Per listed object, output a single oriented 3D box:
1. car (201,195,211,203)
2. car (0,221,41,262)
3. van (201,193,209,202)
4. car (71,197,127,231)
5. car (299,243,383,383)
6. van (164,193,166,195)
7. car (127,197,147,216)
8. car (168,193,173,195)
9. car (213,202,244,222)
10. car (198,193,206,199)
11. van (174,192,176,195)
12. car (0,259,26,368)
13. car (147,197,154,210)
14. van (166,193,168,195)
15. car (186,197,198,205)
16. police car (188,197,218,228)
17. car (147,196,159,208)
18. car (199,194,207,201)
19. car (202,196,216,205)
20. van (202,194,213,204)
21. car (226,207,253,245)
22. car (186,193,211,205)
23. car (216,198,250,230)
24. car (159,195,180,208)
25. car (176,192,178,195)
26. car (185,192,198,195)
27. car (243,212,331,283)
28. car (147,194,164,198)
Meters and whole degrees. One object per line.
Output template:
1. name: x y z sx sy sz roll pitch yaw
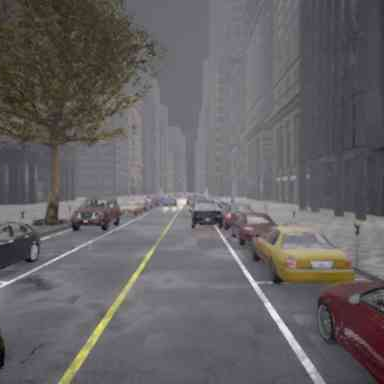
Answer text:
1. car: 2.763 1.412 65.985 1.887 1.381 4.507 0 0 0
2. car: -5.763 1.529 9.202 2.008 1.369 4.403 0 0 0
3. van: 2.763 1.199 71.662 1.690 1.788 3.998 0 0 0
4. car: -5.763 1.268 20.556 2.192 1.841 5.009 0 0 0
5. car: 2.762 1.573 3.532 1.802 1.307 4.206 0 0 0
6. van: -5.763 1.229 54.621 1.690 1.788 3.998 0 0 0
7. car: -5.763 1.456 31.741 1.752 1.417 4.829 0 0 0
8. car: -5.762 1.441 71.653 1.802 1.307 4.206 0 0 0
9. car: 2.762 1.507 26.242 1.947 1.339 4.313 0 0 0
10. car: 2.763 1.139 94.373 2.192 1.841 5.009 0 0 0
11. van: -5.762 1.174 88.685 1.690 1.788 3.998 0 0 0
12. car: -3.100 1.559 2.061 1.994 1.385 4.181 0 0 0
13. car: -5.763 1.502 37.589 1.802 1.307 4.206 0 0 0
14. van: -5.763 1.219 60.298 1.690 1.788 3.998 0 0 0
15. car: 0.001 1.487 55.248 1.895 1.301 4.718 0 0 0
16. police car: 0.900 1.376 21.729 1.930 1.638 5.238 0 0 0
17. car: -5.763 1.491 43.266 1.802 1.307 4.206 0 0 0
18. car: 2.763 1.281 83.018 1.967 1.590 4.097 0 0 0
19. car: 2.763 1.438 54.630 2.008 1.369 4.403 0 0 0
20. van: 2.762 1.218 60.308 1.690 1.788 3.998 0 0 0
21. car: 2.762 1.547 14.887 1.802 1.307 4.206 0 0 0
22. car: 0.730 1.267 37.581 2.097 1.767 4.553 0 0 0
23. car: 2.762 1.393 20.564 1.967 1.590 4.097 0 0 0
24. car: -3.072 1.466 46.832 1.994 1.385 4.181 0 0 0
25. car: -5.762 1.350 94.193 1.752 1.417 4.829 0 0 0
26. car: 0.002 1.195 74.075 1.882 1.535 5.008 0 0 0
27. car: 2.762 1.503 9.379 1.752 1.417 4.829 0 0 0
28. car: -5.763 1.213 48.943 2.192 1.841 5.009 0 0 0
